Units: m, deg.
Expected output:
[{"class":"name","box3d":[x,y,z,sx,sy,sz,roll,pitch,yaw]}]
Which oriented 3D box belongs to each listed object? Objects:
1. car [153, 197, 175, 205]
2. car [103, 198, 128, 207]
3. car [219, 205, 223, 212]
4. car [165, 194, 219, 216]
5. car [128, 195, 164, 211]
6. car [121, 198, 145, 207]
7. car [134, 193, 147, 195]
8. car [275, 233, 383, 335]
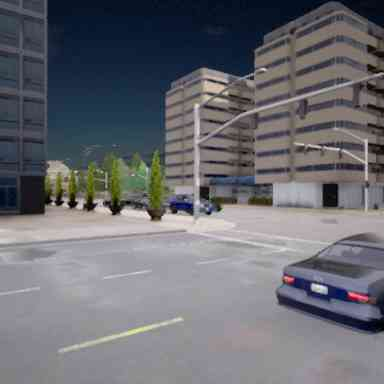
[{"class":"car","box3d":[-4.942,1.575,58.725,1.994,1.385,4.181,0,0,-34]},{"class":"car","box3d":[-11.608,1.554,49.607,2.033,1.411,5.357,0,0,-35]},{"class":"car","box3d":[1.320,1.609,37.198,1.895,1.301,4.718,0,0,-35]},{"class":"car","box3d":[-0.141,1.229,33.177,2.150,2.045,5.566,0,0,-35]},{"class":"car","box3d":[-5.739,1.512,41.192,1.837,1.490,4.892,0,0,-35]},{"class":"car","box3d":[-9.325,1.608,52.458,1.895,1.301,4.718,0,0,-35]},{"class":"car","box3d":[-10.649,1.232,66.861,2.150,2.045,5.566,0,0,-35]},{"class":"car","box3d":[3.988,1.550,6.666,5.357,1.411,2.033,0,0,-37]}]
